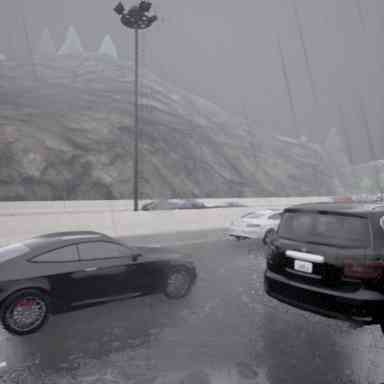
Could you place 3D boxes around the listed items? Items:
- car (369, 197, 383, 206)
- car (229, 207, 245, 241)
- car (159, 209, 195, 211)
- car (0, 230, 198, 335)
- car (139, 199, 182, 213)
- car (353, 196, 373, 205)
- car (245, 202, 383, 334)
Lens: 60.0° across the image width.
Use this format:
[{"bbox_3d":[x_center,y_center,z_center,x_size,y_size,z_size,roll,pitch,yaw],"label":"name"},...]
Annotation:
[{"bbox_3d":[31.231,1.548,55.041,4.718,1.301,1.895,0,0,-43],"label":"car"},{"bbox_3d":[3.767,1.503,15.253,4.674,1.442,1.812,0,0,-36],"label":"car"},{"bbox_3d":[-0.306,1.546,29.875,4.718,1.301,1.895,0,0,-36],"label":"car"},{"bbox_3d":[-2.052,1.510,6.646,4.674,1.442,1.812,0,0,-36],"label":"car"},{"bbox_3d":[-3.392,1.493,36.294,4.181,1.385,1.994,0,0,-36],"label":"car"},{"bbox_3d":[30.389,1.498,59.042,4.181,1.385,1.994,0,0,-44],"label":"car"},{"bbox_3d":[3.850,1.215,6.631,5.566,2.045,2.150,0,0,-36],"label":"car"}]
